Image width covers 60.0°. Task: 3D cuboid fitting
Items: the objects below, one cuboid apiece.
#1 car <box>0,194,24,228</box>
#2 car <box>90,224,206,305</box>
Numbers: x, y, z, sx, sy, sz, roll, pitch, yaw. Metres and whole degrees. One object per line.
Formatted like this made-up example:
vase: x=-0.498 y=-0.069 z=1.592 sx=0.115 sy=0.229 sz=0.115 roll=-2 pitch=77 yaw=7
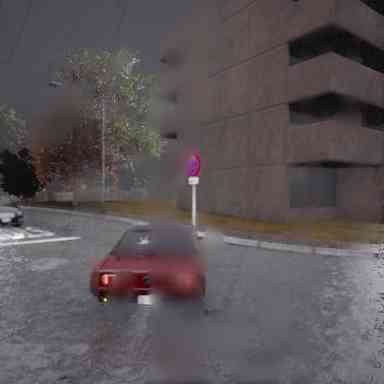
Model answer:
car: x=-9.636 y=0.824 z=15.651 sx=4.902 sy=1.511 sz=2.128 roll=3 pitch=2 yaw=42
car: x=-0.685 y=1.381 z=7.549 sx=1.895 sy=1.301 sz=4.718 roll=1 pitch=2 yaw=0
